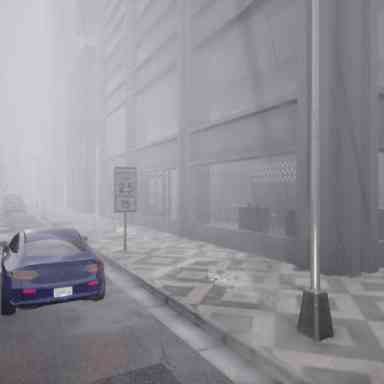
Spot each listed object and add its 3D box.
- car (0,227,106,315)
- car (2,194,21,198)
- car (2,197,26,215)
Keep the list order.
[{"bbox_3d":[-3.307,1.527,7.641,1.812,1.442,4.674,0,0,-29],"label":"car"},{"bbox_3d":[-23.089,1.236,42.900,2.150,2.045,5.566,0,0,-29],"label":"car"},{"bbox_3d":[-17.925,1.558,33.791,2.033,1.411,5.357,0,0,-29],"label":"car"}]
